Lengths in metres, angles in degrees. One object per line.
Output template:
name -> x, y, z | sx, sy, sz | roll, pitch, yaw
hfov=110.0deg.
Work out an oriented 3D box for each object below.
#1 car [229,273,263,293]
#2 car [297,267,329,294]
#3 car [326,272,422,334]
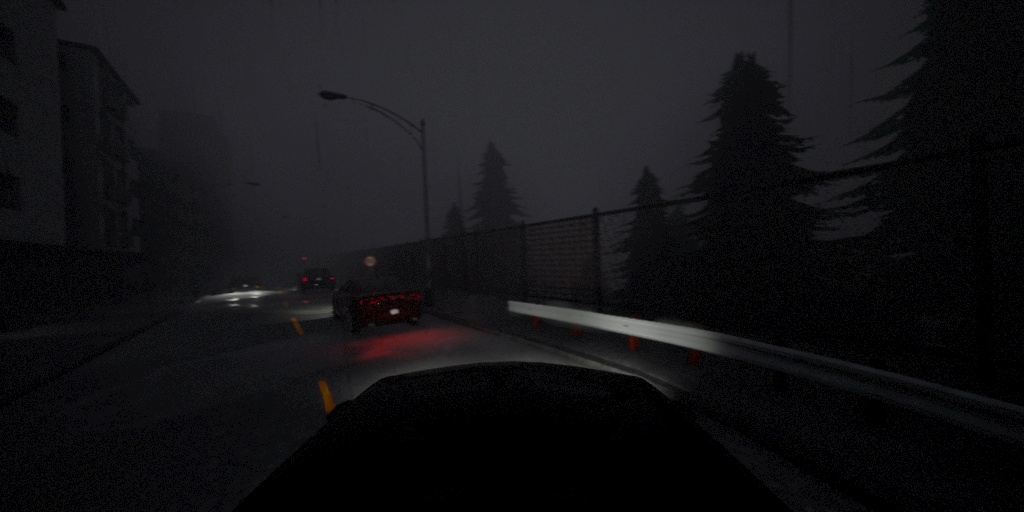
car -> -20.939, 2.088, 28.300 | 1.994, 1.385, 4.181 | -2, 0, -34
car -> -14.028, 1.604, 25.557 | 2.097, 1.767, 4.553 | -2, 0, -34
car -> -4.518, 1.382, 11.608 | 1.882, 1.535, 5.008 | -2, 0, -34
